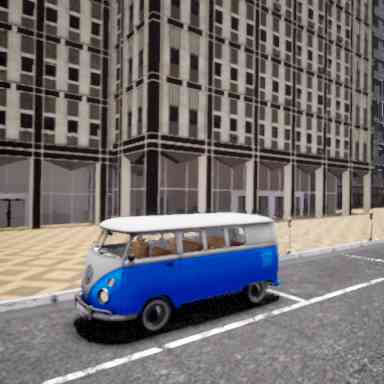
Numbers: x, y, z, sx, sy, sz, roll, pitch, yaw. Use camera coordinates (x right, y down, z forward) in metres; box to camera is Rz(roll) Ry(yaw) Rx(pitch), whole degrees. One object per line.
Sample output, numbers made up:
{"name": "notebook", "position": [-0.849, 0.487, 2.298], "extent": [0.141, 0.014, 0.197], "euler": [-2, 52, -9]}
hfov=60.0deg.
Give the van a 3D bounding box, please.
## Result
{"name": "van", "position": [-0.063, 1.344, 6.495], "extent": [3.998, 1.788, 1.690], "euler": [0, 1, -35]}
